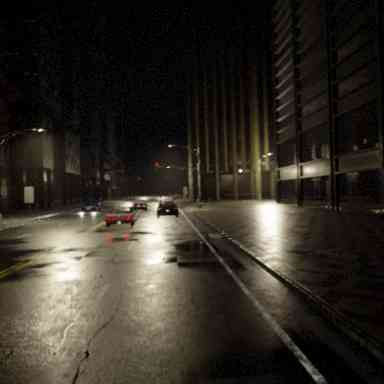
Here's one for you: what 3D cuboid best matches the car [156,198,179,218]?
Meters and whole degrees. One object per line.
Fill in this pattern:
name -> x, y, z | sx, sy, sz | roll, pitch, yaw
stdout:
car -> -2.194, 1.552, 30.303 | 1.994, 1.385, 4.181 | -2, 0, -3

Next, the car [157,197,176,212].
car -> -2.997, 1.463, 39.141 | 2.128, 1.511, 4.902 | -2, 0, -5

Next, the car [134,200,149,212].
car -> -6.211, 1.605, 39.823 | 2.033, 1.411, 5.357 | -2, 0, -5

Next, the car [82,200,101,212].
car -> -13.147, 1.805, 43.769 | 1.812, 1.442, 4.674 | -2, 0, -5

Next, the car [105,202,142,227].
car -> -4.915, 1.690, 23.807 | 1.895, 1.301, 4.718 | -2, 0, -5
